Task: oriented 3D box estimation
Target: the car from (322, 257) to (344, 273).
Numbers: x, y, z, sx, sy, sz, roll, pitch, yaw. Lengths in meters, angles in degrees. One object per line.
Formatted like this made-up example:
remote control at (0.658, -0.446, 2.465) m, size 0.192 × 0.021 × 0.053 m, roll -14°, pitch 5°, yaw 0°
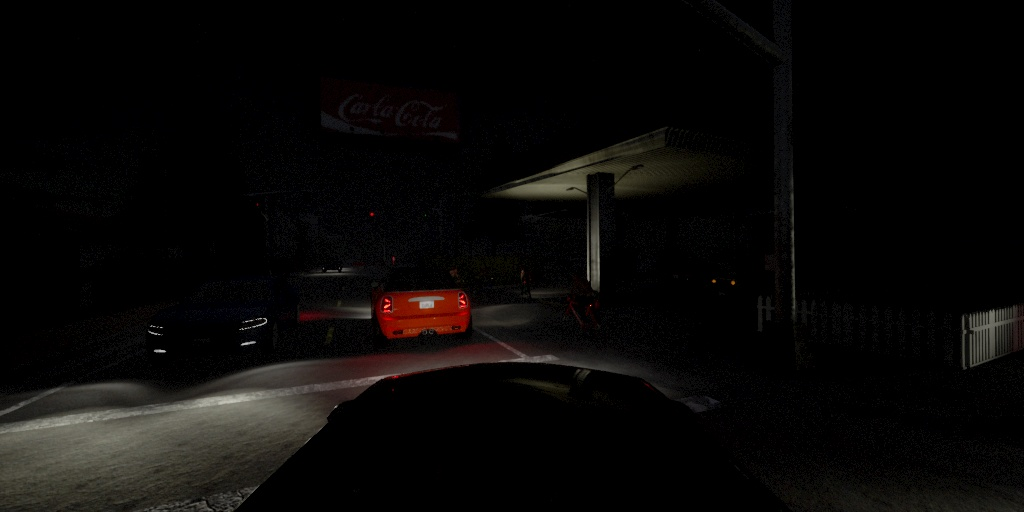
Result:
car at (-23.929, 1.146, 47.732) m, size 2.150 × 2.045 × 5.566 m, roll 0°, pitch 0°, yaw -25°

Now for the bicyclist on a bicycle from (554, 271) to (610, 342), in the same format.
bicyclist on a bicycle at (1.666, 1.196, 8.705) m, size 0.582 × 1.620 × 1.656 m, roll 3°, pitch -2°, yaw -43°

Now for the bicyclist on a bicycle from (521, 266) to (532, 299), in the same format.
bicyclist on a bicycle at (0.708, 1.322, 17.910) m, size 0.582 × 1.620 × 1.656 m, roll -1°, pitch 0°, yaw 16°

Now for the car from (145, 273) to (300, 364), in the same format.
car at (-6.294, 1.204, 8.383) m, size 1.882 × 1.535 × 5.008 m, roll 0°, pitch 0°, yaw -24°

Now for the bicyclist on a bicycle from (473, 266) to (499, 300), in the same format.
bicyclist on a bicycle at (-1.400, 1.331, 17.785) m, size 1.656 × 1.620 × 0.582 m, roll 0°, pitch 0°, yaw -21°

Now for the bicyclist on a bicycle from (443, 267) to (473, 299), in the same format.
bicyclist on a bicycle at (-2.701, 1.304, 16.397) m, size 1.656 × 1.620 × 0.582 m, roll 1°, pitch 0°, yaw 37°

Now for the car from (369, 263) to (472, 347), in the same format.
car at (-2.586, 1.048, 9.470) m, size 2.097 × 1.767 × 4.553 m, roll 0°, pitch 0°, yaw -22°
